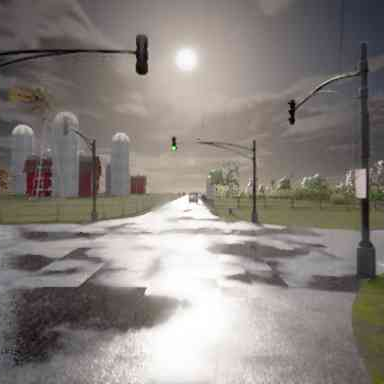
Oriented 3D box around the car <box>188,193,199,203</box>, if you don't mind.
[{"bbox_3d":[0.261,1.409,67.360,2.128,1.511,4.902,0,0,0],"label":"car"}]
